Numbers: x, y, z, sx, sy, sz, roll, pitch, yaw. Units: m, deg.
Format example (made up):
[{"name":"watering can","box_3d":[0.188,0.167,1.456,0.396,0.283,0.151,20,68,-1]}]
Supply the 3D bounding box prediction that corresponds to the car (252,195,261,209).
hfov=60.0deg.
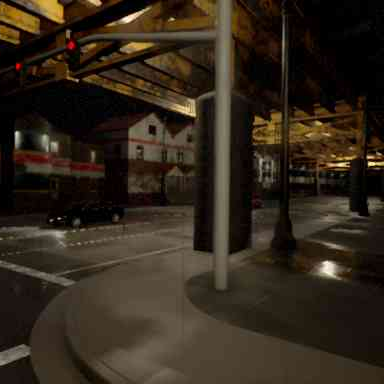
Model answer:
[{"name":"car","box_3d":[6.017,1.065,37.266,2.097,1.767,4.553,1,1,35]}]

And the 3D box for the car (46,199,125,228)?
[{"name":"car","box_3d":[-6.238,1.234,19.947,1.837,1.490,4.892,1,2,35]}]
